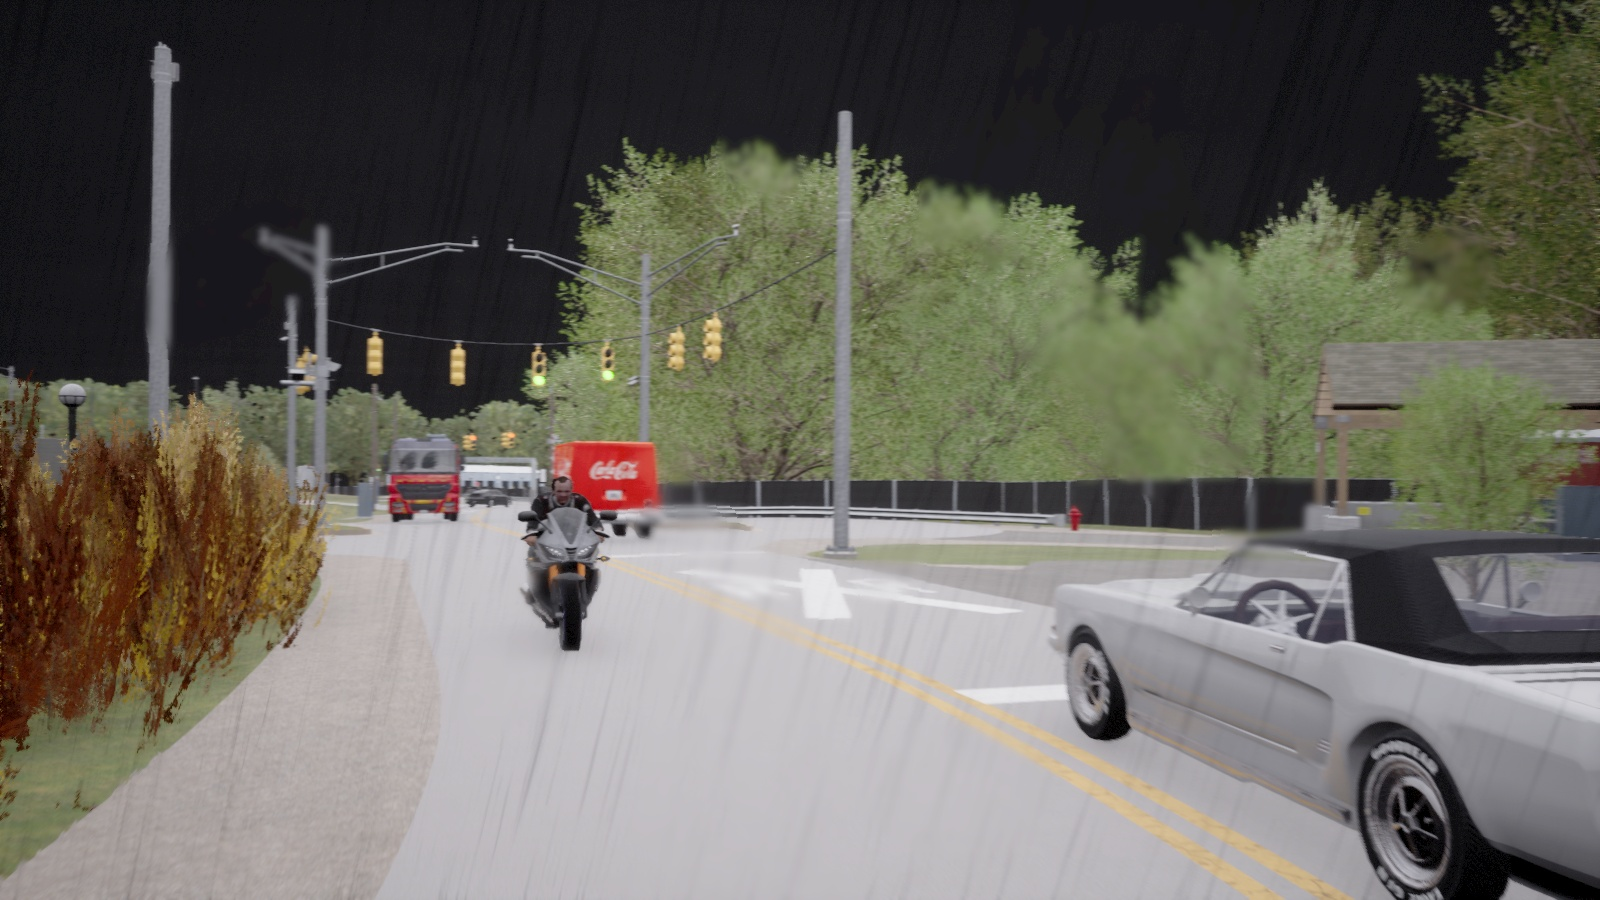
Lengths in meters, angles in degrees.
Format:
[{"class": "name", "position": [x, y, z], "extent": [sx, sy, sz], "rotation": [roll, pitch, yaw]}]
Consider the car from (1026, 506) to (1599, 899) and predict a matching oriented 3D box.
[{"class": "car", "position": [2.799, 0.993, 5.958], "extent": [1.895, 1.301, 4.718], "rotation": [0, -1, -10]}]

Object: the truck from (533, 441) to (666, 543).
[{"class": "truck", "position": [-5.424, 1.133, 33.241], "extent": [2.627, 2.467, 5.204], "rotation": [0, -2, -19]}]

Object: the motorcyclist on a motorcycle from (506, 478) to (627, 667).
[{"class": "motorcyclist on a motorcycle", "position": [-2.192, 1.039, 11.563], "extent": [0.866, 1.530, 2.191], "rotation": [0, -1, -16]}]

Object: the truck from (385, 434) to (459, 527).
[{"class": "truck", "position": [-16.807, 1.397, 56.313], "extent": [2.891, 3.827, 8.468], "rotation": [-1, -2, -15]}]
